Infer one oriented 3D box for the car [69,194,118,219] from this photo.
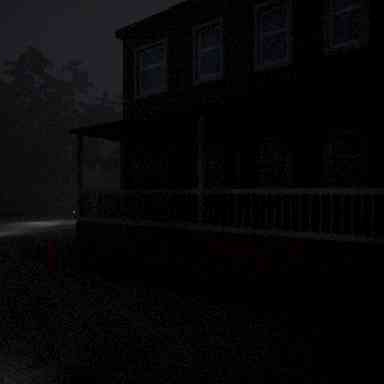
[{"bbox_3d":[-7.697,1.221,28.480,2.150,2.045,5.566,0,0,35],"label":"car"}]
